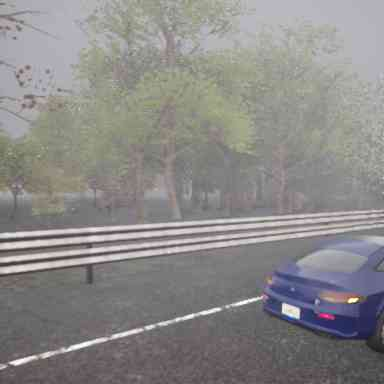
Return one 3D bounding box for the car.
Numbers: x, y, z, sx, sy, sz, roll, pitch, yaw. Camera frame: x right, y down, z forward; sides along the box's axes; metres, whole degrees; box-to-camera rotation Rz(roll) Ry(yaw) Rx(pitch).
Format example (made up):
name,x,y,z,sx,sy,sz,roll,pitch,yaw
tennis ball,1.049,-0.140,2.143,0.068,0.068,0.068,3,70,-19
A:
name,x,y,z,sx,sy,sz,roll,pitch,yaw
car,3.284,1.525,6.064,4.674,1.442,1.812,0,0,-35
